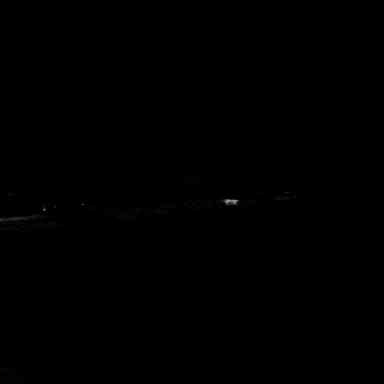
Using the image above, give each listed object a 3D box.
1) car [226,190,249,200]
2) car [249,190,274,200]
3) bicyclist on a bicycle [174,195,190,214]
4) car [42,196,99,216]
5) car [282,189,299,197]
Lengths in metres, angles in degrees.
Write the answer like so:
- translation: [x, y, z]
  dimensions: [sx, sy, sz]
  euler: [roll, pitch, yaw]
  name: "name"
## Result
- translation: [7.378, 0.459, 52.898]
  dimensions: [2.033, 1.411, 5.357]
  euler: [1, 2, 36]
  name: "car"
- translation: [11.252, 0.421, 52.060]
  dimensions: [1.882, 1.535, 5.008]
  euler: [1, 2, 35]
  name: "car"
- translation: [-0.879, 1.040, 28.246]
  dimensions: [1.656, 1.620, 0.582]
  euler: [-1, 1, 35]
  name: "bicyclist on a bicycle"
- translation: [-10.208, 1.085, 28.220]
  dimensions: [2.128, 1.511, 4.902]
  euler: [1, 2, 35]
  name: "car"
- translation: [18.358, 0.223, 62.071]
  dimensions: [1.837, 1.490, 4.892]
  euler: [1, 2, 36]
  name: "car"
